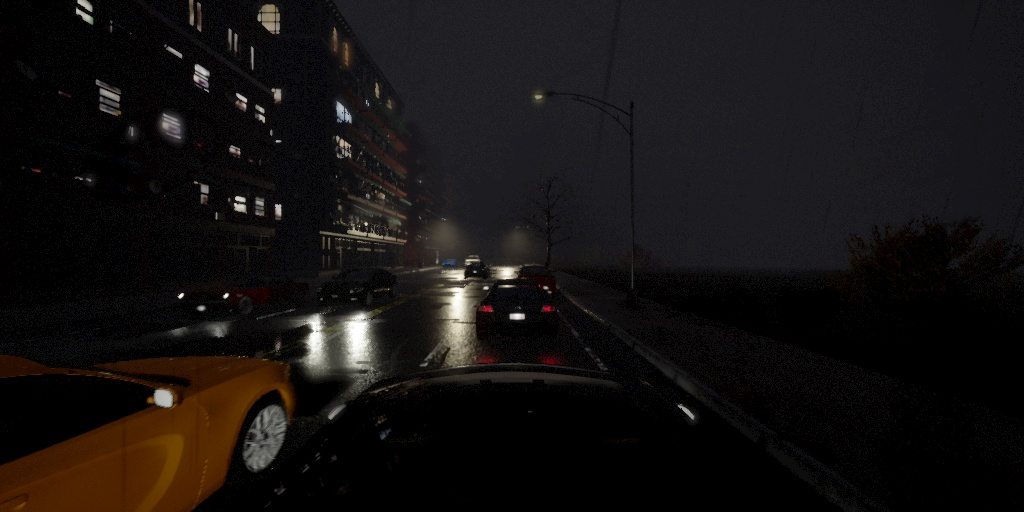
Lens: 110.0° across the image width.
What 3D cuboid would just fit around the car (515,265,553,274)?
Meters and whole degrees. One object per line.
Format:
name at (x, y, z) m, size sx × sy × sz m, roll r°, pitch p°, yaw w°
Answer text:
car at (1.163, 1.228, 18.896) m, size 1.882 × 1.535 × 5.008 m, roll 0°, pitch 0°, yaw 0°

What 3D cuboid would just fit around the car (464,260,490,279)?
car at (-3.104, 1.311, 32.088) m, size 1.994 × 1.385 × 4.181 m, roll 0°, pitch 0°, yaw 0°

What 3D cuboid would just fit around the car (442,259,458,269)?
car at (-9.751, 1.221, 56.840) m, size 1.882 × 1.535 × 5.008 m, roll 0°, pitch 0°, yaw 0°

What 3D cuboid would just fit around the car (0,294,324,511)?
car at (-3.153, 1.228, 1.641) m, size 1.882 × 1.535 × 5.008 m, roll 0°, pitch 0°, yaw 0°

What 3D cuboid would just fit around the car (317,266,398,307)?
car at (-6.580, 1.228, 15.801) m, size 1.882 × 1.535 × 5.008 m, roll 0°, pitch 0°, yaw 0°

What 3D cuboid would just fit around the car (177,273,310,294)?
car at (-9.833, 1.351, 13.571) m, size 1.895 × 1.301 × 4.718 m, roll 0°, pitch 0°, yaw 0°

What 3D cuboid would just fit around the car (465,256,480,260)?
car at (-6.491, 0.968, 59.446) m, size 2.150 × 2.045 × 5.566 m, roll 0°, pitch 0°, yaw 0°

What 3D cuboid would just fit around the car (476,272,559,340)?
car at (0.114, 1.314, 9.976) m, size 1.994 × 1.385 × 4.181 m, roll 0°, pitch 0°, yaw 0°
